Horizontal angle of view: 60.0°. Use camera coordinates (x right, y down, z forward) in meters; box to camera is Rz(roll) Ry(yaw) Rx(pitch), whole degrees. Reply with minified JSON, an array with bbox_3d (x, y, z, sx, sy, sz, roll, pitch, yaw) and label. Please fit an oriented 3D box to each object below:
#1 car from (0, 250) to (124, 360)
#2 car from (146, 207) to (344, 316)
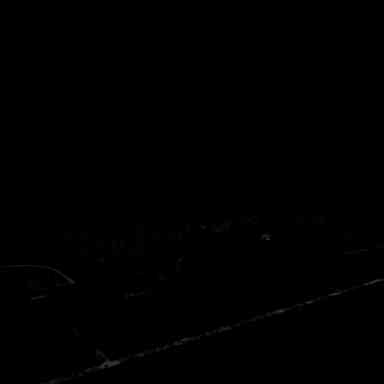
[{"bbox_3d":[-3.105,1.551,4.434,4.403,1.369,2.008,0,0,-35],"label":"car"},{"bbox_3d":[1.471,1.315,7.679,5.009,1.841,2.192,0,0,-35],"label":"car"}]
